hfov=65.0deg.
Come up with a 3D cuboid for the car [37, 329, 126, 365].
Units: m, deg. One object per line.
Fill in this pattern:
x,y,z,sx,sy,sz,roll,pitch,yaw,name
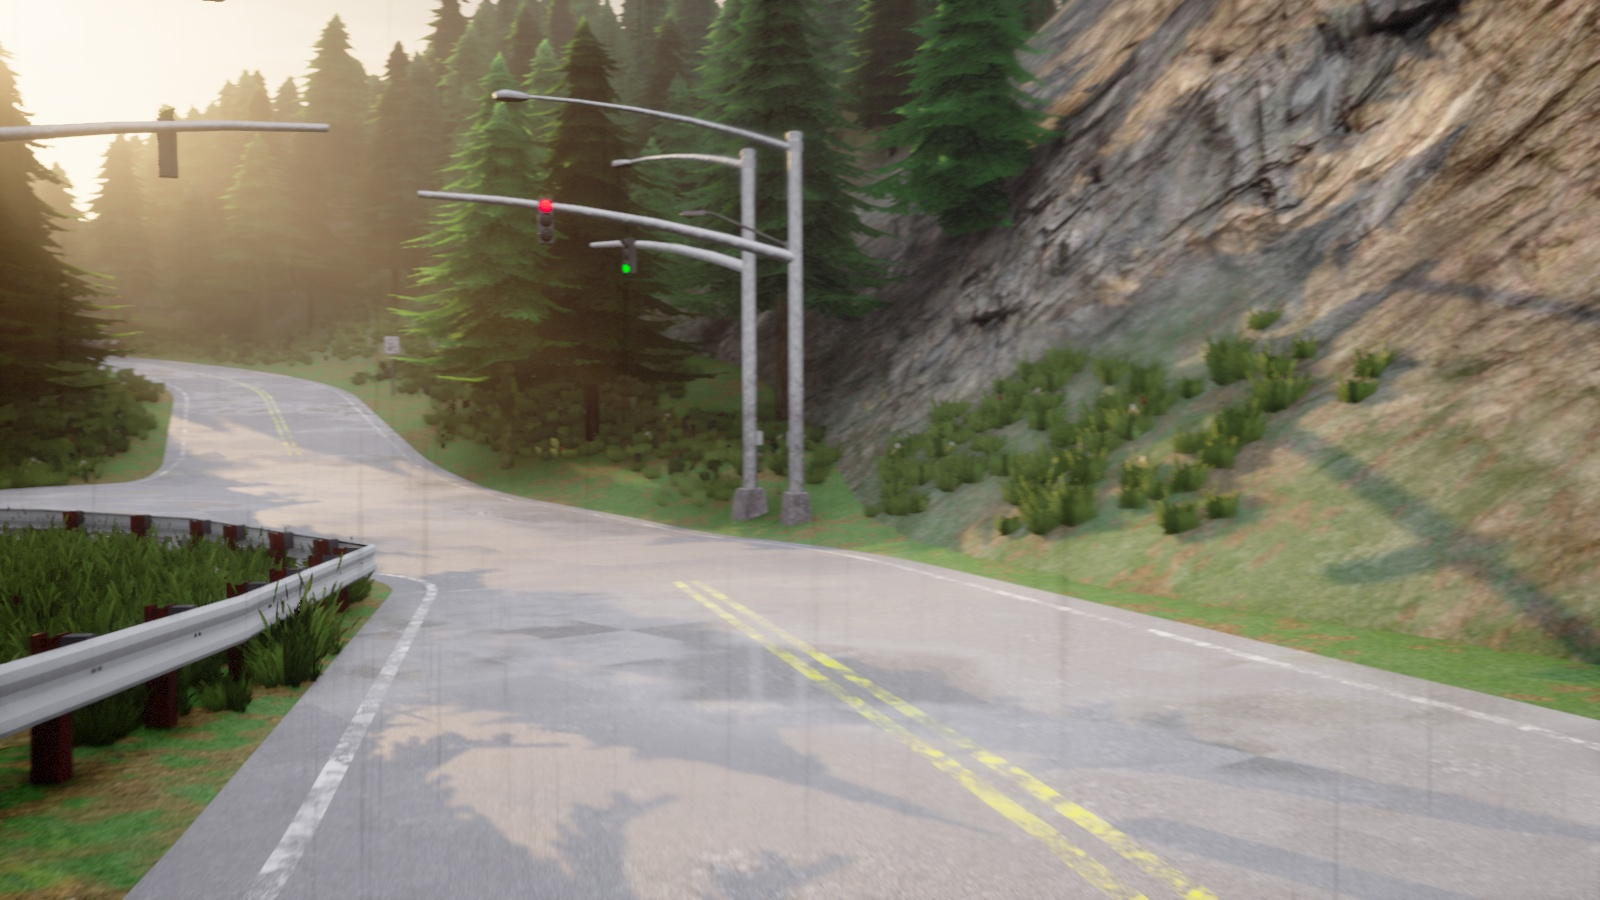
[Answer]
-41.632,-5.989,72.782,4.553,1.767,2.097,6,6,21,car
